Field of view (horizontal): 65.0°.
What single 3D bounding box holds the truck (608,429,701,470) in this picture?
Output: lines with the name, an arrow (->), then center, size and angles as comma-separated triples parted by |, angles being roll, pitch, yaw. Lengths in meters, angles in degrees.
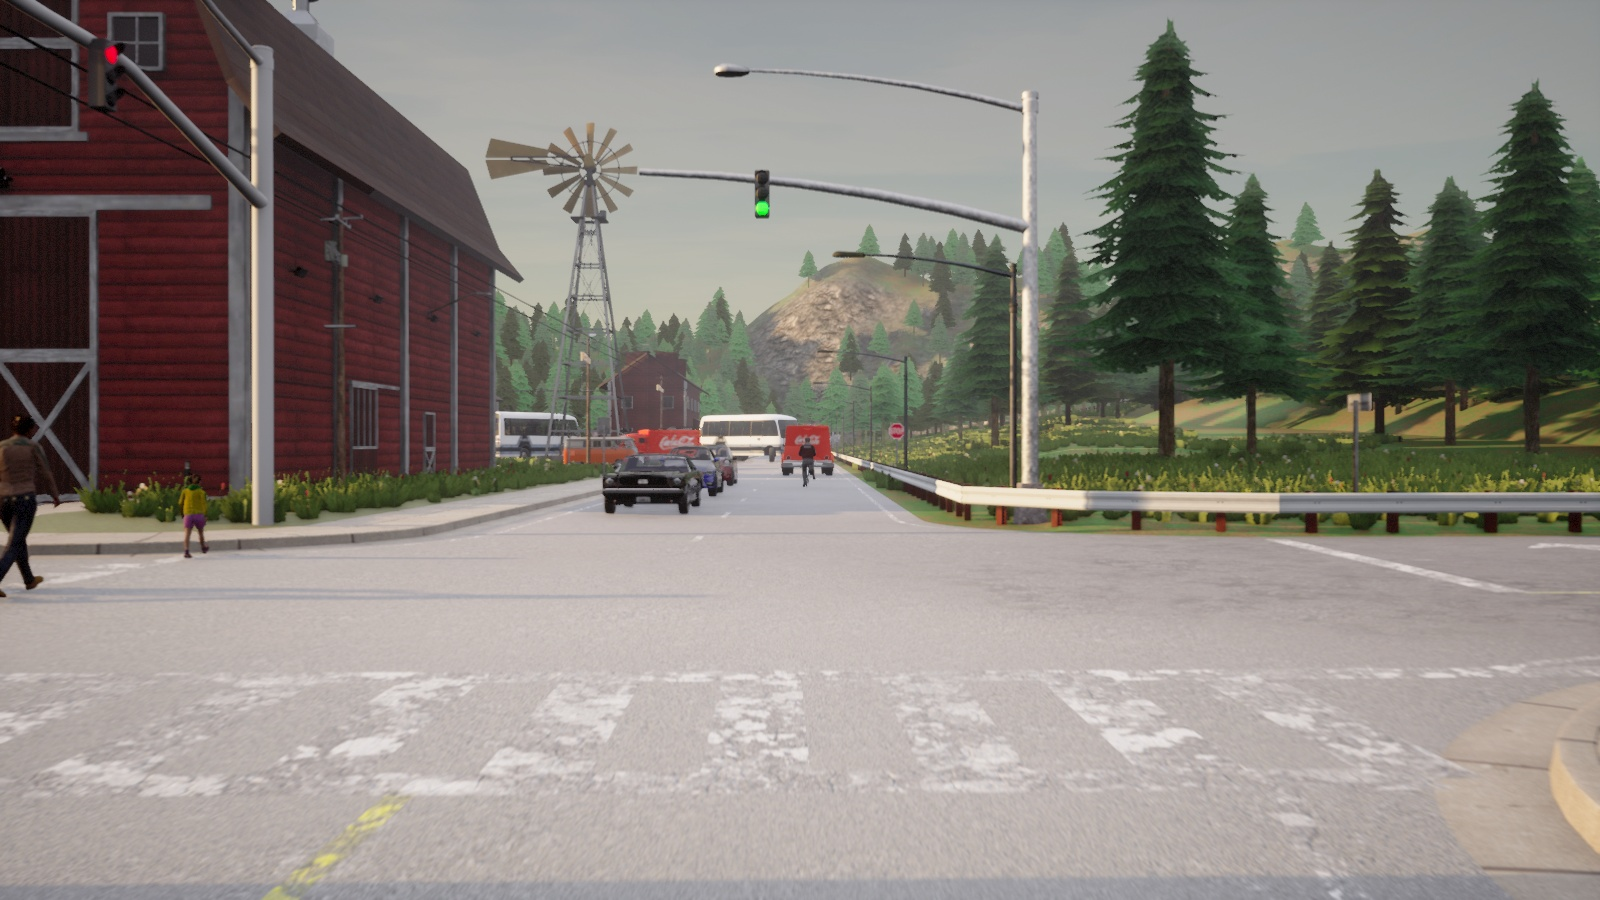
truck -> -9.052, -0.059, 78.043 | 5.204, 2.467, 2.627 | 0, 0, -26

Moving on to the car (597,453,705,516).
car -> -3.321, 0.730, 28.806 | 1.895, 1.301, 4.718 | 0, 0, 0

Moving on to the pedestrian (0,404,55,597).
pedestrian -> -7.617, 0.467, 12.152 | 0.328, 1.805, 0.869 | 0, 0, -3

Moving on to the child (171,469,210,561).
child -> -7.878, 0.829, 16.244 | 0.299, 1.160, 0.473 | 0, 0, -4

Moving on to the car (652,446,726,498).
car -> -3.271, 0.608, 37.567 | 1.816, 1.474, 4.193 | 0, 0, 0

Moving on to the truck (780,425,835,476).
truck -> 0.374, 0.011, 62.519 | 2.627, 2.467, 5.204 | 0, 0, 0

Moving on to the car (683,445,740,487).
car -> -3.220, 0.573, 46.415 | 1.845, 1.501, 3.633 | 0, 0, 0

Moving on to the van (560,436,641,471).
van -> -11.598, 0.198, 73.159 | 4.442, 1.987, 1.775 | 0, 0, 2
